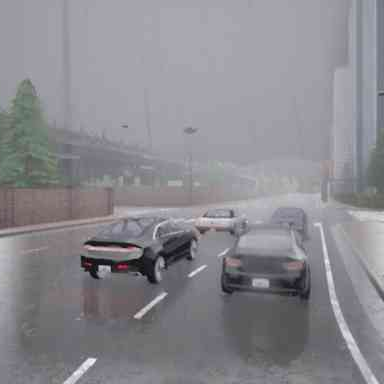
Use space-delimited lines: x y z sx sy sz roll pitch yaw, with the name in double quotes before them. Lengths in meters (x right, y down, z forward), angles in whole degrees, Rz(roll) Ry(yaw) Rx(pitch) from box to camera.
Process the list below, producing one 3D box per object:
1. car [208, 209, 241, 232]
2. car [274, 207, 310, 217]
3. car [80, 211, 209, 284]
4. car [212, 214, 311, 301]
"car" 1.771 1.588 18.525 1.895 1.301 4.718 0 0 20
"car" 5.255 1.534 17.858 2.033 1.411 5.357 0 0 20
"car" -1.225 1.486 9.691 2.128 1.511 4.902 0 0 17
"car" 1.949 1.520 8.372 1.812 1.442 4.674 0 0 17
